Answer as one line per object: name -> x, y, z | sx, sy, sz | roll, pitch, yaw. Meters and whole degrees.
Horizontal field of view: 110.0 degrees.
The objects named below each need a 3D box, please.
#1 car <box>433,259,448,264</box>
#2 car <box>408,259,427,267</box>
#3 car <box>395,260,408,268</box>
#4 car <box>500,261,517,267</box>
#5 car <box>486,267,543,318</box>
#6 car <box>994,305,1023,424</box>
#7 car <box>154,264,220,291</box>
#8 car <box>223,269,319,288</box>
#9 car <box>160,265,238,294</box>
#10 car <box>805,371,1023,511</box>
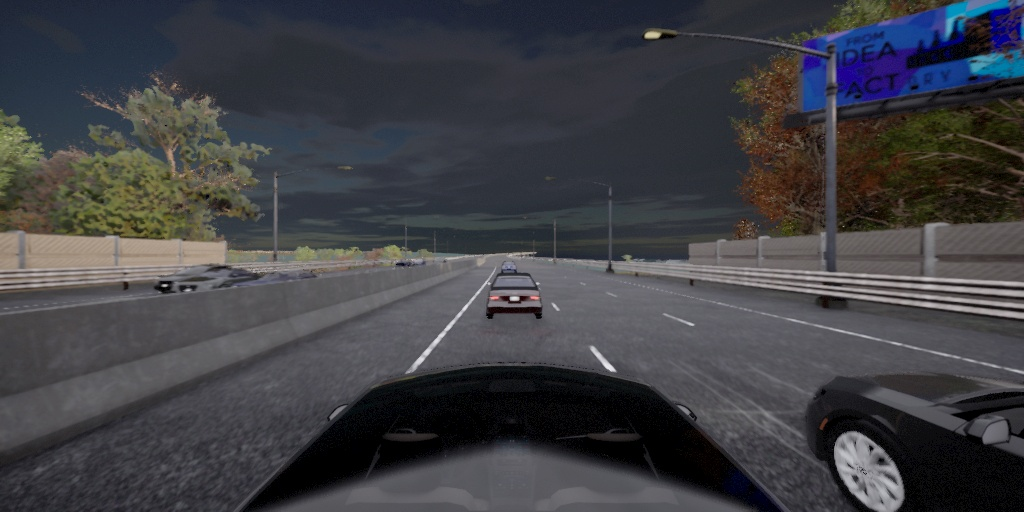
car -> -11.455, 1.223, 57.470 | 1.837, 1.490, 4.892 | 0, 0, -1
car -> -14.972, 1.244, 58.149 | 1.812, 1.442, 4.674 | 0, 0, -1
car -> -18.559, 1.316, 61.612 | 1.895, 1.301, 4.718 | 0, 0, -1
car -> -0.374, 1.273, 42.054 | 2.033, 1.411, 5.357 | 0, 0, -1
car -> 0.057, 1.296, 13.018 | 2.033, 1.411, 5.357 | 0, 0, 0
car -> 7.092, 1.312, 2.447 | 1.994, 1.385, 4.181 | 0, 0, 0
car -> -17.714, 1.255, 20.682 | 1.837, 1.490, 4.892 | 0, 0, -1
car -> -10.675, 1.351, 16.881 | 1.895, 1.301, 4.718 | 0, 0, -1
car -> -14.184, 1.315, 17.666 | 1.994, 1.385, 4.181 | 0, 0, -1
car -> 3.594, 1.254, 1.262 | 1.837, 1.490, 4.892 | 0, 0, 0
